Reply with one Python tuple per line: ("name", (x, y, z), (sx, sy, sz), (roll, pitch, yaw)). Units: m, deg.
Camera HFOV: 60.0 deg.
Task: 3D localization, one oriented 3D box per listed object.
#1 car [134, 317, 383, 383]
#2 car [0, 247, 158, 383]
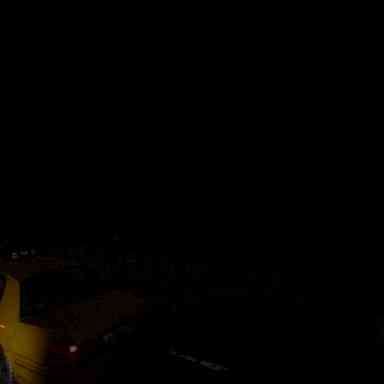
("car", (2.026, 1.551, 1.646), (4.403, 1.369, 2.008), (0, 1, 35))
("car", (-2.661, 1.524, 4.986), (4.829, 1.417, 1.752), (0, 1, 35))
